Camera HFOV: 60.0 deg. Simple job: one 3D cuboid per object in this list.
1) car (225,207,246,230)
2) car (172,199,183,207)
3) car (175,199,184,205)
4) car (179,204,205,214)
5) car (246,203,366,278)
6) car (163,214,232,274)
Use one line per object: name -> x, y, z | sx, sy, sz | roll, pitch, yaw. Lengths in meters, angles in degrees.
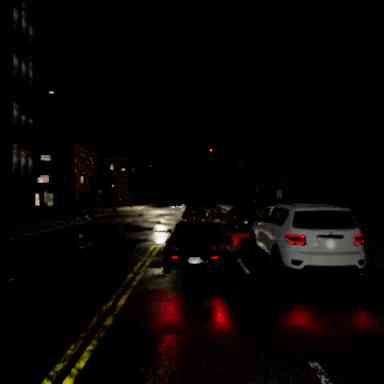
car -> 3.400, 1.759, 23.116 | 1.882, 1.535, 5.008 | 0, -1, 1
car -> -3.174, 2.413, 70.800 | 1.994, 1.385, 4.181 | 0, -1, 0
car -> -3.189, 2.572, 86.374 | 2.128, 1.511, 4.902 | 0, -1, 0
car -> 0.150, 1.826, 22.938 | 2.033, 1.411, 5.357 | 0, -1, 0
car -> 3.375, 1.355, 10.777 | 2.150, 2.045, 5.566 | 0, 0, 0
car -> 0.118, 1.660, 10.957 | 1.812, 1.442, 4.674 | 0, -1, 1
